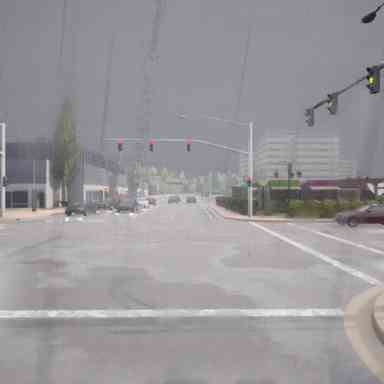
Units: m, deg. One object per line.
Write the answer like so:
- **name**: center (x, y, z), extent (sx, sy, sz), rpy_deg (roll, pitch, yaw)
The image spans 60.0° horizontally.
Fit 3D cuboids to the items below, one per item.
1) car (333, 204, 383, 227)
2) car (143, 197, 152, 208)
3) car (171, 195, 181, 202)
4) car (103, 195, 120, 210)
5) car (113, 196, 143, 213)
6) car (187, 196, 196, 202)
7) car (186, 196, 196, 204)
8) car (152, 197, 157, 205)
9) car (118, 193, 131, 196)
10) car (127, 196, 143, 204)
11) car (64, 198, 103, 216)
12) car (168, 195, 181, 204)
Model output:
- **car**: center (11.762, 1.525, 21.876), extent (4.674, 1.442, 1.812), rpy_deg (0, 0, 1)
- **car**: center (-7.187, 1.524, 46.814), extent (1.812, 1.442, 4.674), rpy_deg (0, 0, 0)
- **car**: center (-3.649, 1.423, 74.787), extent (1.994, 1.385, 4.181), rpy_deg (0, 0, 0)
- **car**: center (-10.682, 1.504, 42.091), extent (1.837, 1.490, 4.892), rpy_deg (0, 0, 0)
- **car**: center (-7.175, 1.504, 37.629), extent (1.837, 1.490, 4.892), rpy_deg (0, 0, 0)
- **car**: center (-0.149, 1.466, 74.826), extent (1.895, 1.301, 4.718), rpy_deg (0, 0, 0)
- **car**: center (-0.128, 1.490, 64.521), extent (2.128, 1.511, 4.902), rpy_deg (0, 0, 0)
- **car**: center (-7.194, 1.562, 56.775), extent (1.994, 1.385, 4.181), rpy_deg (0, 0, 0)
- **car**: center (-10.701, 1.220, 52.076), extent (2.150, 2.045, 5.566), rpy_deg (0, 0, 0)
- **car**: center (-10.674, 1.546, 62.817), extent (2.033, 1.411, 5.357), rpy_deg (0, 0, 1)
- **car**: center (-10.664, 1.547, 32.535), extent (2.033, 1.411, 5.357), rpy_deg (0, 0, 0)
- **car**: center (-3.628, 1.546, 64.514), extent (2.033, 1.411, 5.357), rpy_deg (0, 0, 0)
